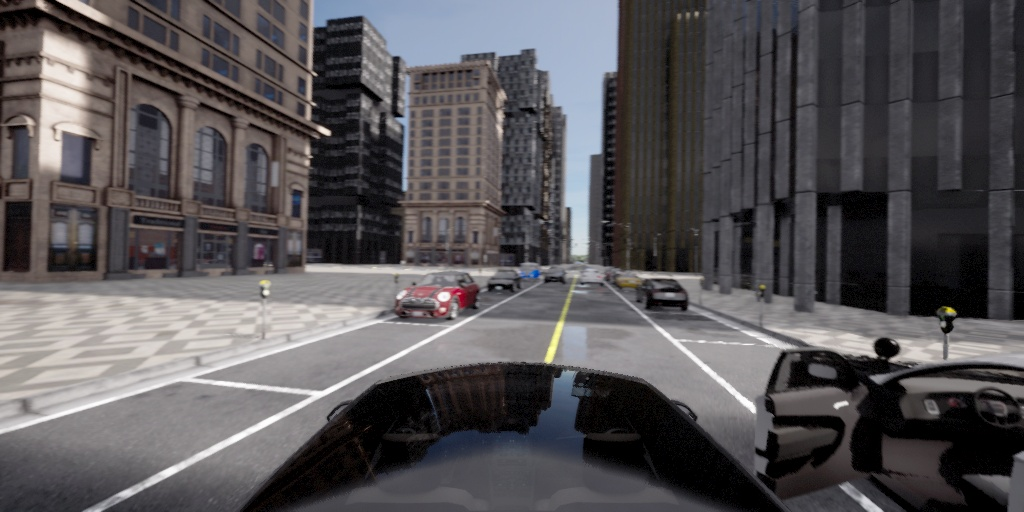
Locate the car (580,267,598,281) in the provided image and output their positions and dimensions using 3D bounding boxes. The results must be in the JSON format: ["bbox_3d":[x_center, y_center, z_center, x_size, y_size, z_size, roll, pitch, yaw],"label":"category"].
[{"bbox_3d":[9.102,2.083,42.637,1.994,1.385,4.181,1,-1,11],"label":"car"}]

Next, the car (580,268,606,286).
[{"bbox_3d":[7.034,1.852,31.740,1.812,1.442,4.674,1,-1,11],"label":"car"}]

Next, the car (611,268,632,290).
[{"bbox_3d":[9.056,1.849,28.100,1.751,1.417,4.829,0,0,11],"label":"car"}]

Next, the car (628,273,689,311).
[{"bbox_3d":[6.909,1.690,16.853,1.948,1.339,4.313,0,0,11],"label":"car"}]

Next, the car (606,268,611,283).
[{"bbox_3d":[10.082,1.973,33.472,2.007,1.370,4.403,0,0,11],"label":"car"}]

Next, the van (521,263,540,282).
[{"bbox_3d":[1.710,1.584,35.073,1.690,1.789,3.998,0,0,11],"label":"van"}]

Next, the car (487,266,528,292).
[{"bbox_3d":[-0.405,1.611,23.993,1.948,1.339,4.313,0,0,11],"label":"car"}]

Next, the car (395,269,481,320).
[{"bbox_3d":[-2.521,1.284,12.912,1.967,1.591,4.097,0,0,11],"label":"car"}]

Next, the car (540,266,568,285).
[{"bbox_3d":[3.946,1.766,32.388,1.837,1.490,4.892,1,-1,11],"label":"car"}]

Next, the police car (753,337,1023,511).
[{"bbox_3d":[3.713,1.270,2.132,1.930,1.638,5.238,1,-1,11],"label":"police car"}]
